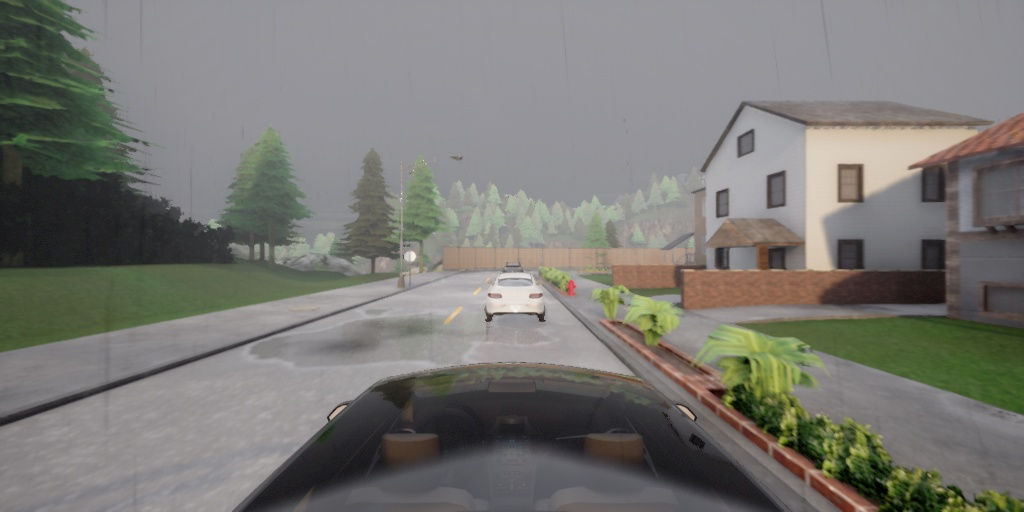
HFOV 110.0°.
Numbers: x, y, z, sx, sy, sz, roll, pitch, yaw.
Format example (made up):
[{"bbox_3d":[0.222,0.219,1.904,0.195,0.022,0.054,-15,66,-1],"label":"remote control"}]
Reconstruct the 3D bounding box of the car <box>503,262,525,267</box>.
[{"bbox_3d":[0.160,1.242,32.796,2.128,1.511,4.902,0,0,2],"label":"car"}]

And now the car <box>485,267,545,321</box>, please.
[{"bbox_3d":[0.100,1.276,12.348,1.812,1.442,4.674,0,0,0],"label":"car"}]
